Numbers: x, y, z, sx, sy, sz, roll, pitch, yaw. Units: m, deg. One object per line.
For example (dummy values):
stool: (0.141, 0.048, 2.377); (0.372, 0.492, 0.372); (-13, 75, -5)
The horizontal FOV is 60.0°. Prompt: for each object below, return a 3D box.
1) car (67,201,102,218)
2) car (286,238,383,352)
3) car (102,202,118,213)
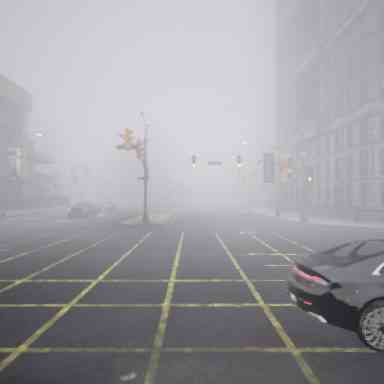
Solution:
car: (-11.584, 1.823, 35.518); (2.097, 1.767, 4.553); (0, -1, 0)
car: (4.133, 1.569, 5.670); (4.902, 1.511, 2.128); (0, -1, 0)
car: (-11.542, 2.098, 45.808); (2.128, 1.511, 4.902); (0, -1, 0)
